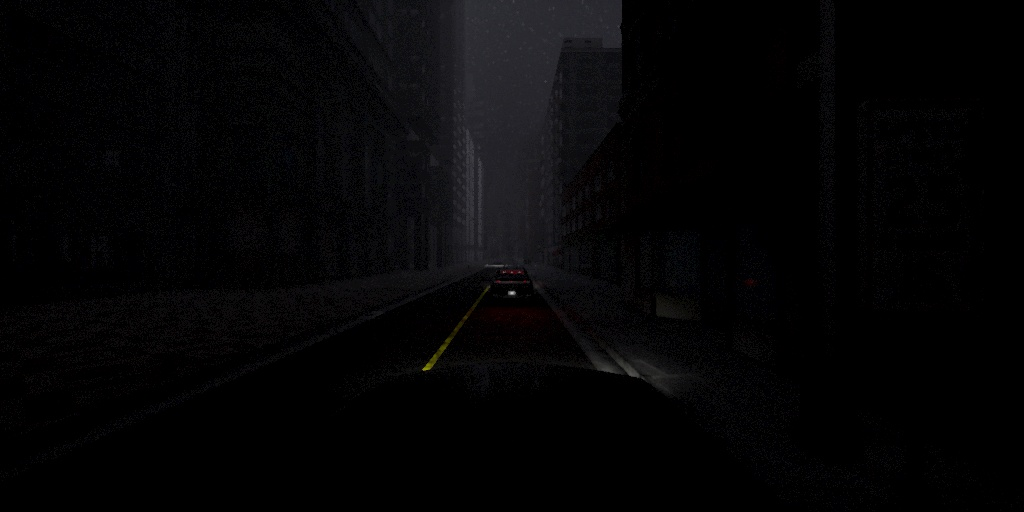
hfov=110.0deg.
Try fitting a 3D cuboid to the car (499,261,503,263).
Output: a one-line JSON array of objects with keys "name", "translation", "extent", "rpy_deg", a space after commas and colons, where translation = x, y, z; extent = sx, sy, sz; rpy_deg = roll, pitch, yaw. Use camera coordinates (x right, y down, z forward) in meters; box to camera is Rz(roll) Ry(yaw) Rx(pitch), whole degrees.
[{"name": "car", "translation": [0.000, 1.366, 31.530], "extent": [1.895, 1.301, 4.718], "rpy_deg": [0, 0, 0]}]

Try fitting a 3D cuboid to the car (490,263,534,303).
[{"name": "car", "translation": [0.000, 1.245, 16.500], "extent": [2.128, 1.511, 4.902], "rpy_deg": [0, 0, 0]}]
